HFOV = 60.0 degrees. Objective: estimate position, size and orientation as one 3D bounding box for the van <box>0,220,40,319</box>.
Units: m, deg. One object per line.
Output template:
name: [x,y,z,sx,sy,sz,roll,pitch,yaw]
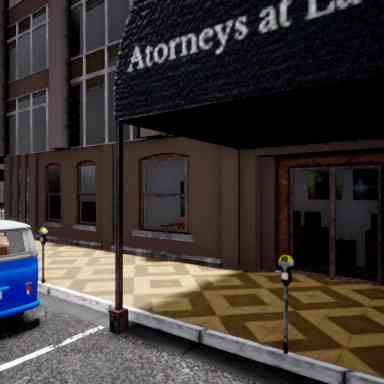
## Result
van: [-4.484,1.341,6.066,3.998,1.788,1.690,0,0,35]
